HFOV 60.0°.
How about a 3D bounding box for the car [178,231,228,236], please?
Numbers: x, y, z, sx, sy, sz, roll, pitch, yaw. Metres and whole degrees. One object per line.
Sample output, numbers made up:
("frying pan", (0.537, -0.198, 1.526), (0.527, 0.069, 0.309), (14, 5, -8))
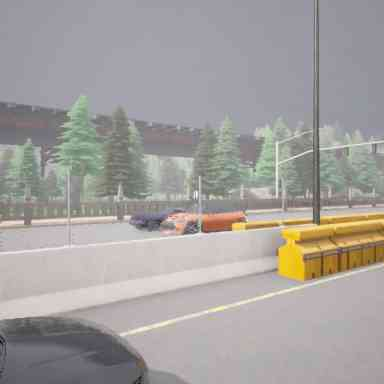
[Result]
("car", (0.605, 1.351, 17.273), (4.553, 1.767, 2.097), (0, 0, -35))

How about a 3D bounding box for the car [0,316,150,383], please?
("car", (-2.563, 1.504, 1.914), (4.892, 1.490, 1.837), (0, 0, -36))
